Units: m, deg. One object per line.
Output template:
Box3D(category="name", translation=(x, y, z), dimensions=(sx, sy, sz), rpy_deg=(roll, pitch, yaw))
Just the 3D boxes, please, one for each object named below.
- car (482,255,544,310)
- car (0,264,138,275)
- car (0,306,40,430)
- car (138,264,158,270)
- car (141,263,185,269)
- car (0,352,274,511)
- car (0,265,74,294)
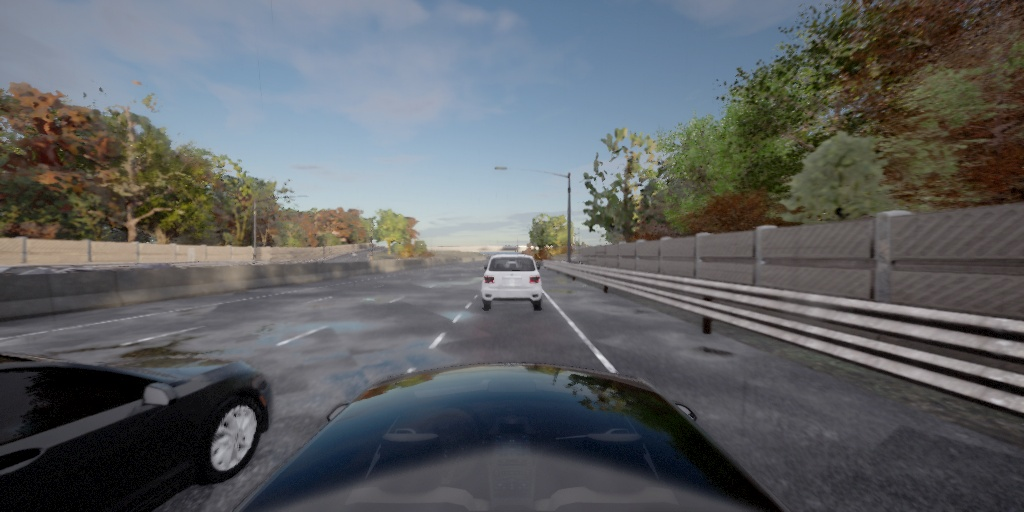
Box3D(category="car", translation=(0.001, 0.967, 14.827), dimensions=(2.150, 2.045, 5.566), rpy_deg=(0, 0, 0))
Box3D(category="car", translation=(-21.072, 1.237, 16.571), dimensions=(2.128, 1.511, 4.902), rpy_deg=(0, 0, 0))
Box3D(category="car", translation=(-6.897, 1.314, 2.393), dimensions=(1.994, 1.385, 4.181), rpy_deg=(0, 0, 0))
Box3D(category="car", translation=(-24.568, 1.350, 21.378), dimensions=(1.895, 1.301, 4.718), rpy_deg=(0, 0, 0))
Box3D(category="car", translation=(-31.585, 1.303, 31.365), dimensions=(2.033, 1.411, 5.357), rpy_deg=(0, 0, 0))
Box3D(category="car", translation=(-3.399, 1.255, 1.763), dimensions=(1.837, 1.490, 4.892), rpy_deg=(0, 0, 0))
Box3D(category="car", translation=(-28.081, 1.274, 19.924), dimensions=(1.812, 1.442, 4.674), rpy_deg=(0, 0, 0))
